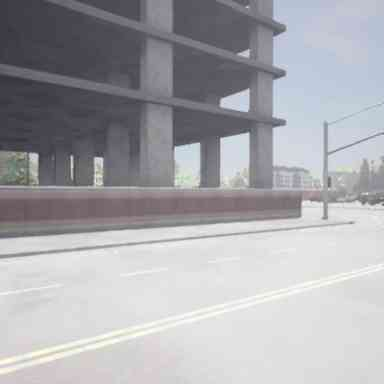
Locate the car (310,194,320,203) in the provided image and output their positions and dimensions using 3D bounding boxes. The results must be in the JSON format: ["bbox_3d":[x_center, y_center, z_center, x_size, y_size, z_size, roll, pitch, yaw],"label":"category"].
[{"bbox_3d":[26.830,1.299,69.792,4.605,1.855,1.932,0,0,-35],"label":"car"}]

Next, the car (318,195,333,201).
[{"bbox_3d":[34.299,1.545,85.423,3.905,1.438,1.784,0,0,-35],"label":"car"}]

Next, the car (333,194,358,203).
[{"bbox_3d":[30.092,1.541,65.266,3.806,1.475,1.970,0,0,-35],"label":"car"}]

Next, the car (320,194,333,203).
[{"bbox_3d":[28.421,1.510,67.630,3.905,1.438,1.784,0,0,-35],"label":"car"}]

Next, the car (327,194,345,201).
[{"bbox_3d":[35.920,1.334,83.022,4.605,1.855,1.932,0,0,-35],"label":"car"}]
